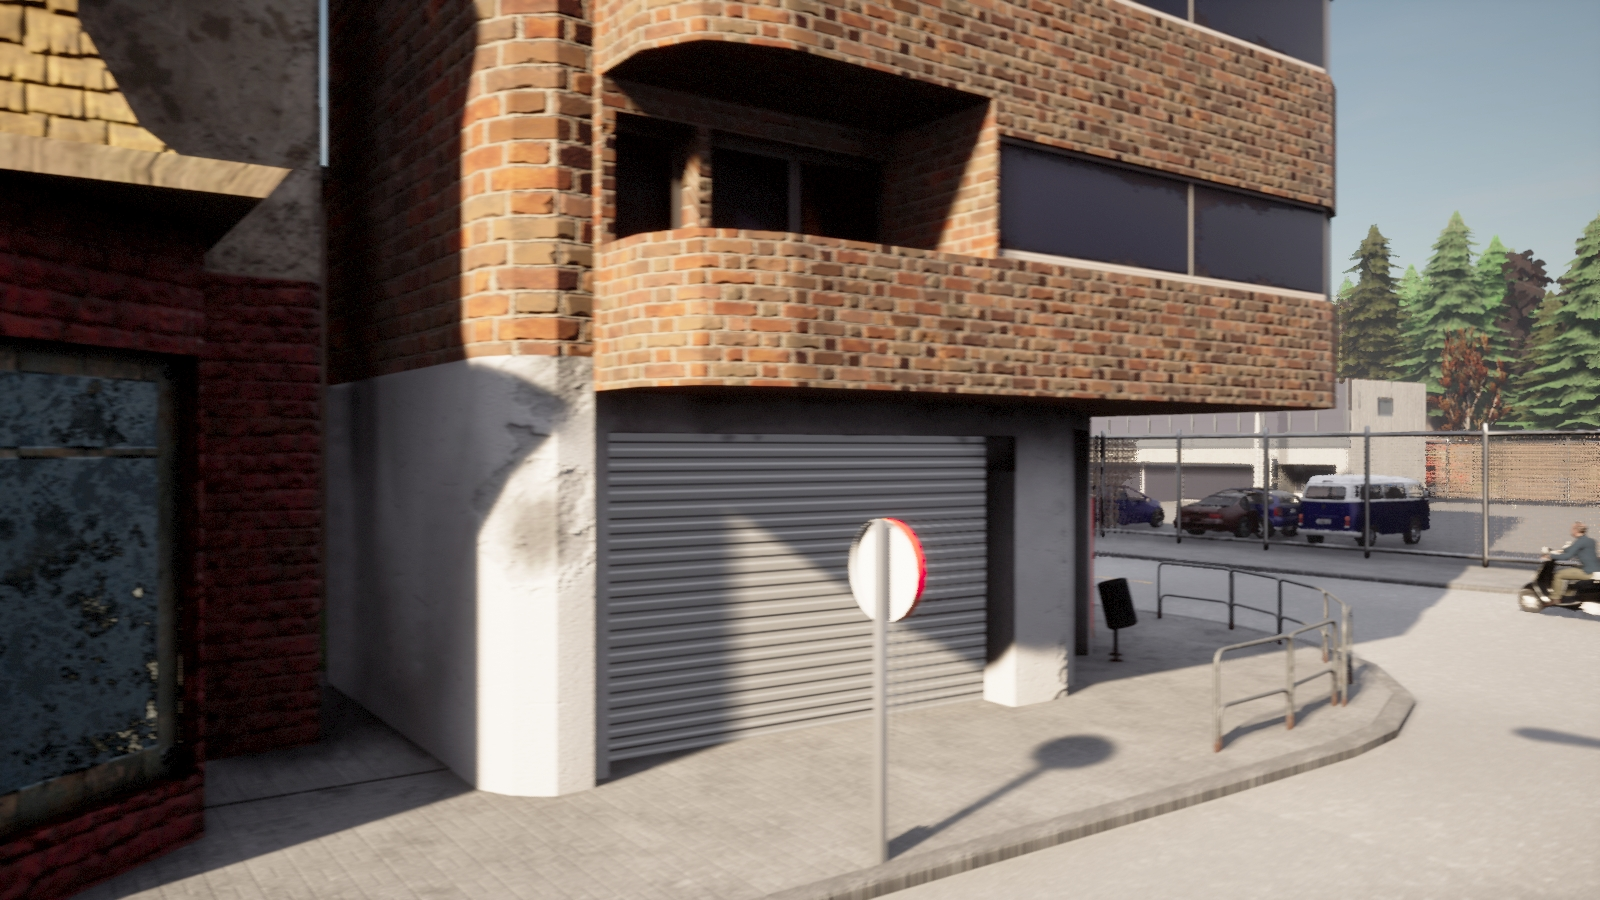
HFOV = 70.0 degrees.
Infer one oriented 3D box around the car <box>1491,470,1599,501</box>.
[{"bbox_3d":[39.649,1.843,60.443,2.163,1.488,4.792,0,0,-35],"label":"car"}]
